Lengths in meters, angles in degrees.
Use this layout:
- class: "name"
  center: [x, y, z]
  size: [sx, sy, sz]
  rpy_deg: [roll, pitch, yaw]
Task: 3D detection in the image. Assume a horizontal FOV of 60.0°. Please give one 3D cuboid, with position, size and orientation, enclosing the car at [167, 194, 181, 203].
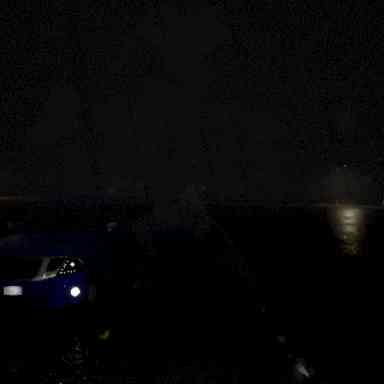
- class: "car"
  center: [-2.705, 1.026, 49.663]
  size: [1.882, 1.535, 5.008]
  rpy_deg: [0, 1, 0]

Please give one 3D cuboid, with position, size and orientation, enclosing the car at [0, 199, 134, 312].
- class: "car"
  center: [-2.844, 1.218, 8.060]
  size: [2.150, 2.045, 5.566]
  rpy_deg: [0, 0, 0]
